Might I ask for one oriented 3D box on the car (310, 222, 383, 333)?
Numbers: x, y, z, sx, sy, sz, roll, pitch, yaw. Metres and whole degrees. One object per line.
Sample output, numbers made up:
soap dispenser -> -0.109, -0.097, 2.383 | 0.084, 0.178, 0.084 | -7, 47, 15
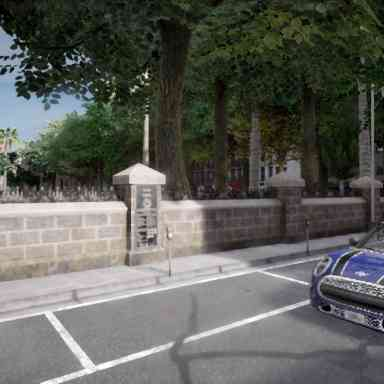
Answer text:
car -> 4.361, 1.350, 6.489 | 4.553, 1.767, 2.097 | 0, 0, -35
